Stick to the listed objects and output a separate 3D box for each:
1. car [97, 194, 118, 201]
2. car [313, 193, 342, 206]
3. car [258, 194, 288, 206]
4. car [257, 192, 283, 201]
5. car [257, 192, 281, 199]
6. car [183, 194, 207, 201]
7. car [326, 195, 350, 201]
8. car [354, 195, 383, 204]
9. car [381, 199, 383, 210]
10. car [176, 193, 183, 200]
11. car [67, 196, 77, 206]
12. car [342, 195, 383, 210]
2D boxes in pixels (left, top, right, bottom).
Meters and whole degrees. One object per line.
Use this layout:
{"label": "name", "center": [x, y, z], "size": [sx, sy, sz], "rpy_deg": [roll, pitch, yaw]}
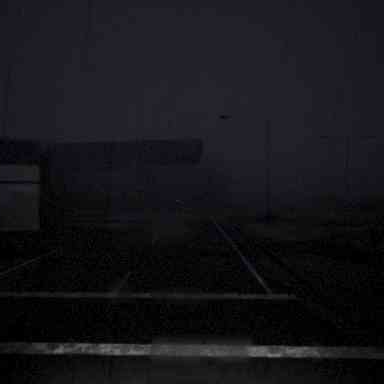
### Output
{"label": "car", "center": [-19.599, 1.238, 77.160], "size": [4.553, 1.767, 2.097], "rpy_deg": [0, 0, 0]}
{"label": "car", "center": [21.166, 1.146, 51.398], "size": [4.605, 1.855, 1.932], "rpy_deg": [0, 0, -1]}
{"label": "car", "center": [12.687, 1.410, 51.310], "size": [3.806, 1.475, 1.970], "rpy_deg": [0, 0, -1]}
{"label": "car", "center": [18.072, 1.107, 77.279], "size": [5.566, 2.045, 2.150], "rpy_deg": [0, 0, 0]}
{"label": "car", "center": [13.279, 1.129, 54.638], "size": [3.866, 1.878, 1.905], "rpy_deg": [0, 0, -1]}
{"label": "car", "center": [1.076, 1.406, 76.857], "size": [4.674, 1.442, 1.812], "rpy_deg": [0, 0, -16]}
{"label": "car", "center": [33.914, 1.405, 77.329], "size": [4.674, 1.442, 1.812], "rpy_deg": [0, 0, 0]}
{"label": "car", "center": [31.136, 1.353, 58.398], "size": [4.514, 1.523, 2.007], "rpy_deg": [0, 0, -1]}
{"label": "car", "center": [12.941, 1.347, 17.053], "size": [5.027, 1.636, 2.152], "rpy_deg": [0, 0, -1]}
{"label": "car", "center": [-3.495, 1.316, 95.550], "size": [2.150, 2.045, 5.566], "rpy_deg": [0, 0, 0]}
{"label": "car", "center": [-20.724, 1.533, 54.984], "size": [2.242, 1.667, 4.611], "rpy_deg": [0, 0, -1]}
{"label": "car", "center": [20.528, 1.335, 38.937], "size": [4.514, 1.523, 2.007], "rpy_deg": [0, 0, -1]}
